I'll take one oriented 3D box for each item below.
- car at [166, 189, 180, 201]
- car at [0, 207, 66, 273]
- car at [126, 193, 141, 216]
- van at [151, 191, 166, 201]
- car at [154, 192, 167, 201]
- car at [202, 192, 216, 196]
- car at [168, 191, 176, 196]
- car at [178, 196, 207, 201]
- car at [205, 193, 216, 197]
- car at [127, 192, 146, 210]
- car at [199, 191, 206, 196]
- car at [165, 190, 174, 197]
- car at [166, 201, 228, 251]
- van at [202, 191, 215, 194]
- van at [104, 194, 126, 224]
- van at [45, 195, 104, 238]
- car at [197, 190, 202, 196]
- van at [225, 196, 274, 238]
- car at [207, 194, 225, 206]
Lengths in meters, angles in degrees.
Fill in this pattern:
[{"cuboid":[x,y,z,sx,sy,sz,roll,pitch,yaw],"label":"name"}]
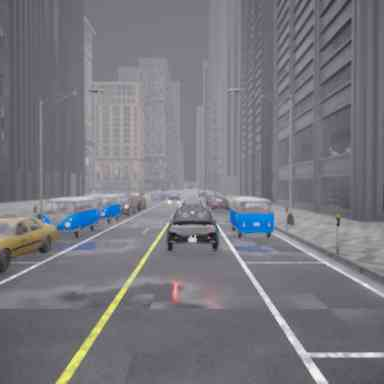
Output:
[{"cuboid":[-3.044,0.761,57.706,1.882,1.535,5.008,0,1,0],"label":"car"},{"cuboid":[-5.764,1.397,10.254,1.752,1.417,4.829,0,1,0],"label":"car"},{"cuboid":[-5.759,1.101,27.344,1.967,1.590,4.097,0,1,0],"label":"car"},{"cuboid":[-5.751,0.651,55.546,1.690,1.788,3.998,0,1,0],"label":"van"},{"cuboid":[-5.749,0.785,61.188,1.887,1.381,4.507,0,1,0],"label":"car"},{"cuboid":[2.772,1.016,44.268,1.947,1.339,4.313,0,1,0],"label":"car"},{"cuboid":[-5.738,0.376,95.032,1.947,1.339,4.313,0,1,0],"label":"car"},{"cuboid":[0.047,1.256,27.718,1.895,1.301,4.718,0,1,1],"label":"car"},{"cuboid":[2.770,1.102,38.628,1.802,1.307,4.206,0,1,0],"label":"car"},{"cuboid":[-5.758,0.906,32.983,2.192,1.841,5.009,0,1,0],"label":"car"},{"cuboid":[2.785,0.449,89.390,1.947,1.339,4.313,0,1,0],"label":"car"},{"cuboid":[-5.742,0.396,83.748,1.967,1.590,4.097,0,1,0],"label":"car"},{"cuboid":[0.047,1.326,13.308,2.128,1.511,4.902,0,1,1],"label":"car"},{"cuboid":[2.773,0.721,49.906,1.690,1.788,3.998,0,1,0],"label":"van"},{"cuboid":[-5.761,1.071,21.702,1.690,1.788,3.998,0,1,0],"label":"van"},{"cuboid":[-5.763,1.141,16.062,1.690,1.788,3.998,0,1,0],"label":"van"},{"cuboid":[2.376,0.581,74.205,1.837,1.490,4.892,0,1,0],"label":"car"},{"cuboid":[2.763,1.141,16.064,1.690,1.788,3.998,0,1,0],"label":"van"},{"cuboid":[2.768,1.172,32.988,1.802,1.307,4.206,0,1,0],"label":"car"}]
